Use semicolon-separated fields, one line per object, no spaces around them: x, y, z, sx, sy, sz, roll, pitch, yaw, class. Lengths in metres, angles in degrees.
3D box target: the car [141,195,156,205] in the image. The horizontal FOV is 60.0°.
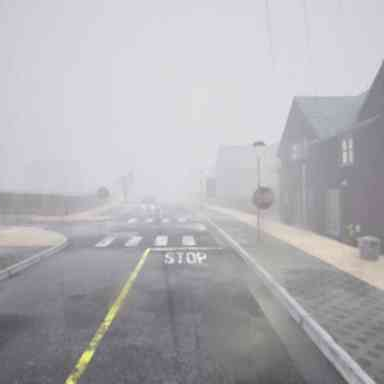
-6.145;1.138;47.065;1.994;1.385;4.181;0;1;-8;car
